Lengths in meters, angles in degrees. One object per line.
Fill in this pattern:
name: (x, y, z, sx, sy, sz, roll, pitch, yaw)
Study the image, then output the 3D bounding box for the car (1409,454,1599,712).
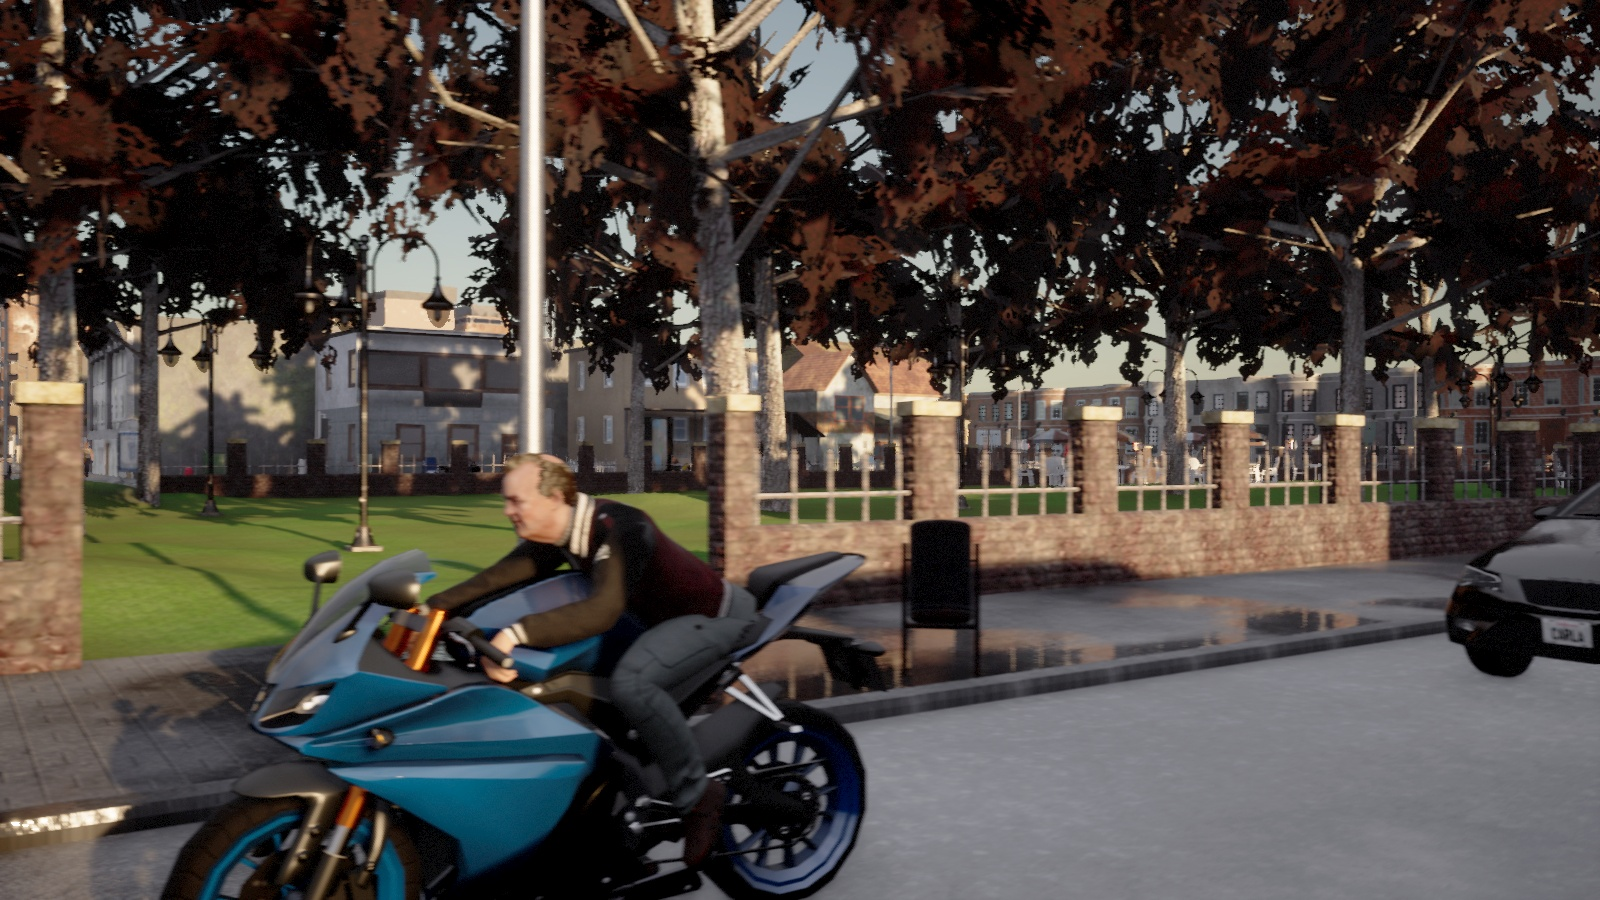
car: (6.179, 0.766, 8.569, 4.193, 1.474, 1.816, 0, 0, -35)

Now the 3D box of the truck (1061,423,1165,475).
truck: (21.729, -0.068, 87.712, 2.891, 3.462, 7.936, 0, 0, -23)

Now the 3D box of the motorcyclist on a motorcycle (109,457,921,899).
motorcyclist on a motorcycle: (-0.761, 0.791, 3.738, 2.191, 1.530, 0.866, 0, 0, -35)

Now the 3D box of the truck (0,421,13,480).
truck: (-49.377, 0.053, 75.730, 2.891, 3.462, 7.936, 0, 0, -35)

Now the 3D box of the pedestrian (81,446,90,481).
pedestrian: (-36.712, 0.690, 64.516, 0.345, 1.836, 0.594, 0, 0, -25)
